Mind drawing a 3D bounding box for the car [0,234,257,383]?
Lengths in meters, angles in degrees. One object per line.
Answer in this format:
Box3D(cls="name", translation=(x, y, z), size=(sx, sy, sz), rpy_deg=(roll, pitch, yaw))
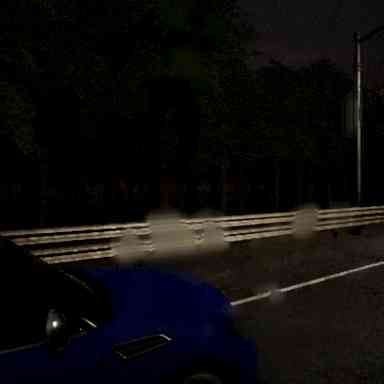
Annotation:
Box3D(cls="car", translation=(-2.058, 1.229, 2.256), size=(5.566, 2.045, 2.150), rpy_deg=(-1, 0, -36))
